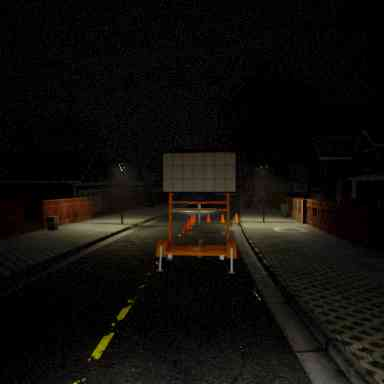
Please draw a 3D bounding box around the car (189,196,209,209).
[{"bbox_3d":[0.808,1.211,38.896,1.812,1.442,4.674,0,1,8],"label":"car"}]

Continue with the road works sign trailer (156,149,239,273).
[{"bbox_3d":[0.242,0.438,10.632,2.380,3.560,2.880,0,0,6],"label":"road works sign trailer"}]
